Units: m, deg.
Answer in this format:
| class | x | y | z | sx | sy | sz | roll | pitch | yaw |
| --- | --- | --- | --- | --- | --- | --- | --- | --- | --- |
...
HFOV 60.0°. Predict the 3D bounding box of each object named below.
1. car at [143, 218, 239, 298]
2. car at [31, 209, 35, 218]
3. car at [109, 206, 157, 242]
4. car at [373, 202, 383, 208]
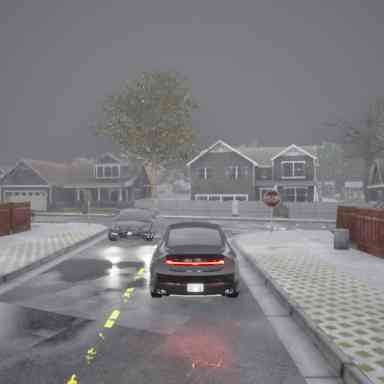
| class | x | y | z | sx | sy | sz | roll | pitch | yaw |
| --- | --- | --- | --- | --- | --- | --- | --- | --- | --- |
| car | 0.045 | 1.506 | 8.517 | 1.837 | 1.490 | 4.892 | 0 | 0 | 0 |
| car | -14.452 | 1.495 | 25.880 | 4.181 | 1.385 | 1.994 | 0 | 0 | 12 |
| car | -2.808 | 1.508 | 16.510 | 1.837 | 1.490 | 4.892 | 2 | 0 | -4 |
| car | 12.625 | 1.435 | 21.693 | 4.553 | 1.767 | 2.097 | 0 | 0 | 18 |
